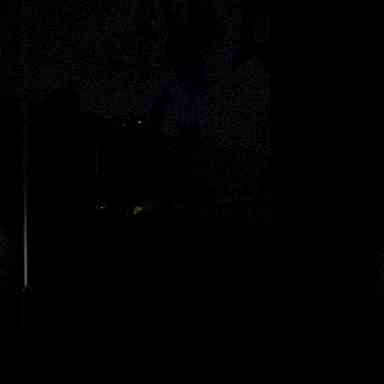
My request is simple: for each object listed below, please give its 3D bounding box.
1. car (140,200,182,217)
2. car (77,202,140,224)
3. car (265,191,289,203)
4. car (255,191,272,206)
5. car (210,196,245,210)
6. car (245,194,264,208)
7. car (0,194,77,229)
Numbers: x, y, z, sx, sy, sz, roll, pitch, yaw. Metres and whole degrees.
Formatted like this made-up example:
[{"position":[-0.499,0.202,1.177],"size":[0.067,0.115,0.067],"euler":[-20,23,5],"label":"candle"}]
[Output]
[{"position":[-2.698,1.316,27.658],"size":[1.752,1.417,4.829],"euler":[0,0,35],"label":"car"},{"position":[-6.055,1.387,22.874],"size":[2.008,1.369,4.403],"euler":[0,0,35],"label":"car"},{"position":[14.558,0.822,56.689],"size":[2.150,2.045,5.566],"euler":[-1,0,35],"label":"car"},{"position":[10.240,0.947,46.098],"size":[2.192,1.841,5.009],"euler":[-1,0,35],"label":"car"},{"position":[3.723,1.148,36.809],"size":[1.967,1.590,4.097],"euler":[-1,0,35],"label":"car"},{"position":[6.983,1.251,41.454],"size":[1.802,1.307,4.206],"euler":[-1,0,35],"label":"car"},{"position":[-10.532,1.127,21.104],"size":[2.150,2.045,5.566],"euler":[-1,0,35],"label":"car"}]
